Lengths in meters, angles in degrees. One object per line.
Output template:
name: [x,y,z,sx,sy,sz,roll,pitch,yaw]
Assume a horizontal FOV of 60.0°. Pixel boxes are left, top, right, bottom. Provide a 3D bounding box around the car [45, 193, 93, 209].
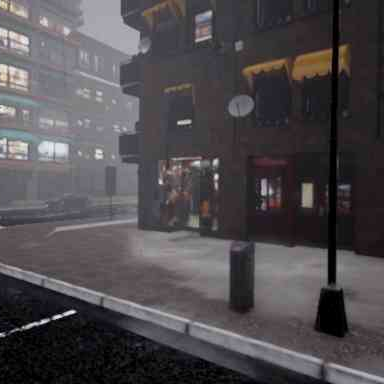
car: [-10.929,0.736,29.790,1.947,1.339,4.313,2,2,35]
